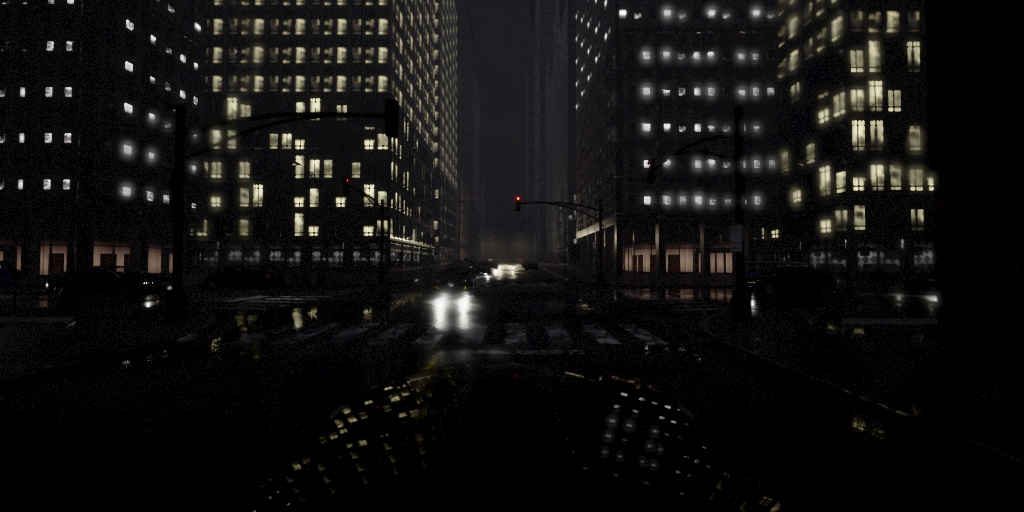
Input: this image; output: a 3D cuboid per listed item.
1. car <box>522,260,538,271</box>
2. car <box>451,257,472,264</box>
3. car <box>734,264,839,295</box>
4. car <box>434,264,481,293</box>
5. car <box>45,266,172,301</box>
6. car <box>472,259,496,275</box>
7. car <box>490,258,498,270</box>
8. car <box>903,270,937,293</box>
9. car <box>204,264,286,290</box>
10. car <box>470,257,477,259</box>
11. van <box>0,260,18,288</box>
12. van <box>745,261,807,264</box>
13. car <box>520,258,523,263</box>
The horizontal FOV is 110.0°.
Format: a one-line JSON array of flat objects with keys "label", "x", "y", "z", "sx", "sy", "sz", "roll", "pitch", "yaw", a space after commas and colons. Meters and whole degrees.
[{"label": "car", "x": 2.677, "y": 1.350, "z": 48.817, "sx": 1.802, "sy": 1.307, "sz": 4.207, "roll": 0, "pitch": 0, "yaw": 0}, {"label": "car", "x": -5.701, "y": 1.203, "z": 37.602, "sx": 1.967, "sy": 1.591, "sz": 4.097, "roll": 0, "pitch": 0, "yaw": 0}, {"label": "car", "x": 14.868, "y": 1.321, "z": 19.526, "sx": 4.892, "sy": 1.490, "sz": 1.837, "roll": 0, "pitch": -1, "yaw": 0}, {"label": "car", "x": -3.107, "y": 1.321, "z": 20.416, "sx": 1.994, "sy": 1.385, "sz": 4.181, "roll": 0, "pitch": 0, "yaw": 0}, {"label": "car", "x": -18.092, "y": 1.191, "z": 16.391, "sx": 4.902, "sy": 1.511, "sz": 2.128, "roll": 0, "pitch": -1, "yaw": 0}, {"label": "car", "x": -3.111, "y": 1.311, "z": 38.846, "sx": 2.033, "sy": 1.411, "sz": 5.357, "roll": 0, "pitch": 0, "yaw": 0}, {"label": "car", "x": -3.108, "y": 1.371, "z": 54.326, "sx": 1.895, "sy": 1.301, "sz": 4.718, "roll": 0, "pitch": 0, "yaw": 0}, {"label": "car", "x": 24.348, "y": 1.313, "z": 19.503, "sx": 5.008, "sy": 1.535, "sz": 1.882, "roll": 0, "pitch": -1, "yaw": 0}, {"label": "car", "x": -16.499, "y": 1.255, "z": 22.163, "sx": 4.097, "sy": 1.591, "sz": 1.967, "roll": 0, "pitch": 0, "yaw": 0}, {"label": "car", "x": -5.704, "y": 1.082, "z": 48.753, "sx": 2.192, "sy": 1.841, "sz": 5.009, "roll": 0, "pitch": 0, "yaw": 0}, {"label": "van", "x": -33.444, "y": 1.132, "z": 22.195, "sx": 3.998, "sy": 1.789, "sz": 1.690, "roll": 0, "pitch": 0, "yaw": 0}, {"label": "van", "x": 15.975, "y": 1.210, "z": 22.098, "sx": 3.998, "sy": 1.789, "sz": 1.690, "roll": 0, "pitch": 0, "yaw": 0}, {"label": "car", "x": 2.674, "y": 1.298, "z": 60.143, "sx": 1.751, "sy": 1.417, "sz": 4.829, "roll": 0, "pitch": 0, "yaw": 0}]
